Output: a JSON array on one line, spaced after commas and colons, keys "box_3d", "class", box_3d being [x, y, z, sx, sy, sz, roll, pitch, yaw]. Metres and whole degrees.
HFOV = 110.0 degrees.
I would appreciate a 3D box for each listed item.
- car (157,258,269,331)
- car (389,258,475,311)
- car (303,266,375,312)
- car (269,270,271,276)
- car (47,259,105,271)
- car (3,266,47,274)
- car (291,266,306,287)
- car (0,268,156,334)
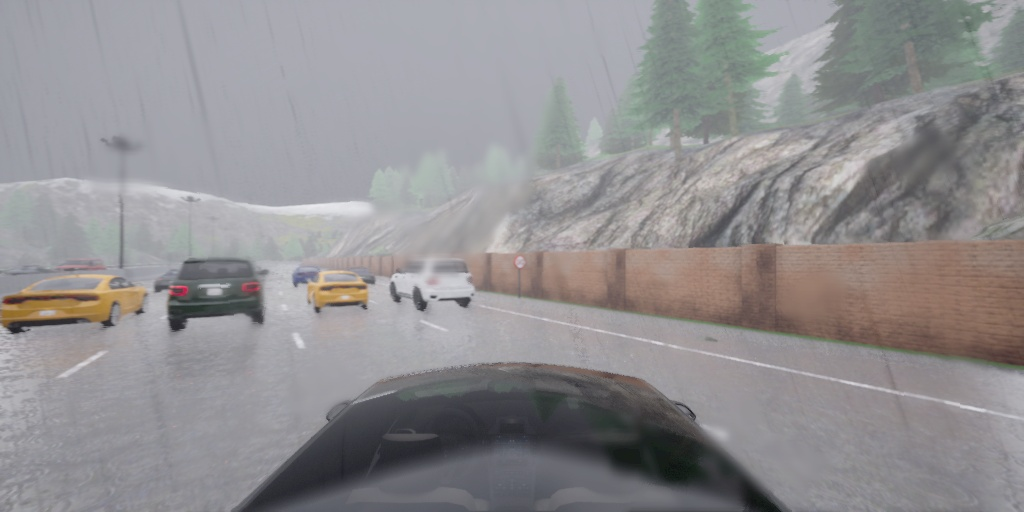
[{"box_3d": [-9.409, 1.071, 11.792, 2.150, 2.045, 5.566, 1, 0, -34], "class": "car"}, {"box_3d": [-3.656, 1.126, 15.781, 2.150, 2.045, 5.566, 1, 0, -34], "class": "car"}, {"box_3d": [-7.465, 1.365, 15.195, 1.882, 1.535, 5.008, 1, 0, -34], "class": "car"}, {"box_3d": [-18.177, 1.470, 24.927, 2.128, 1.511, 4.902, 1, -1, -33], "class": "car"}, {"box_3d": [-41.730, 1.265, 34.772, 2.150, 2.045, 5.566, 1, -1, -34], "class": "car"}, {"box_3d": [-45.175, 1.589, 33.578, 1.994, 1.385, 4.181, 1, -1, -34], "class": "car"}, {"box_3d": [-15.666, 1.488, 27.490, 1.882, 1.535, 5.008, 1, 0, -33], "class": "car"}, {"box_3d": [-13.231, 1.310, 11.225, 1.882, 1.535, 5.008, 1, 0, -34], "class": "car"}]
